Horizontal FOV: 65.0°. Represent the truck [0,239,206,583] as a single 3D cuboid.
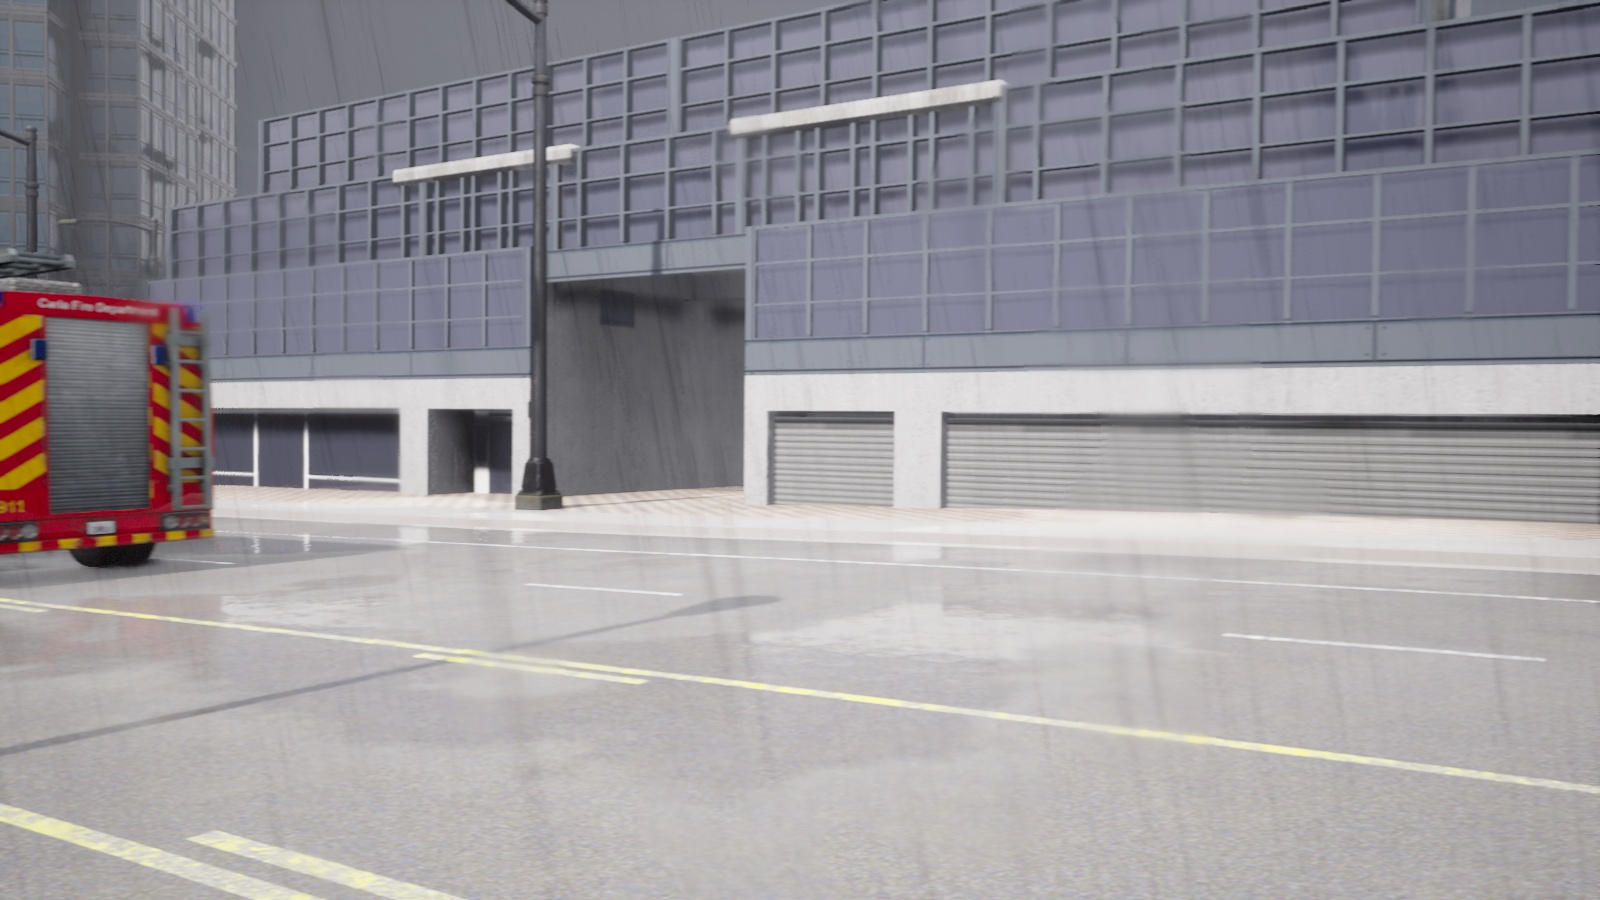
[{"bbox_3d":[-11.945,-0.461,17.079,8.468,3.827,2.891,0,1,33],"label":"truck"}]
